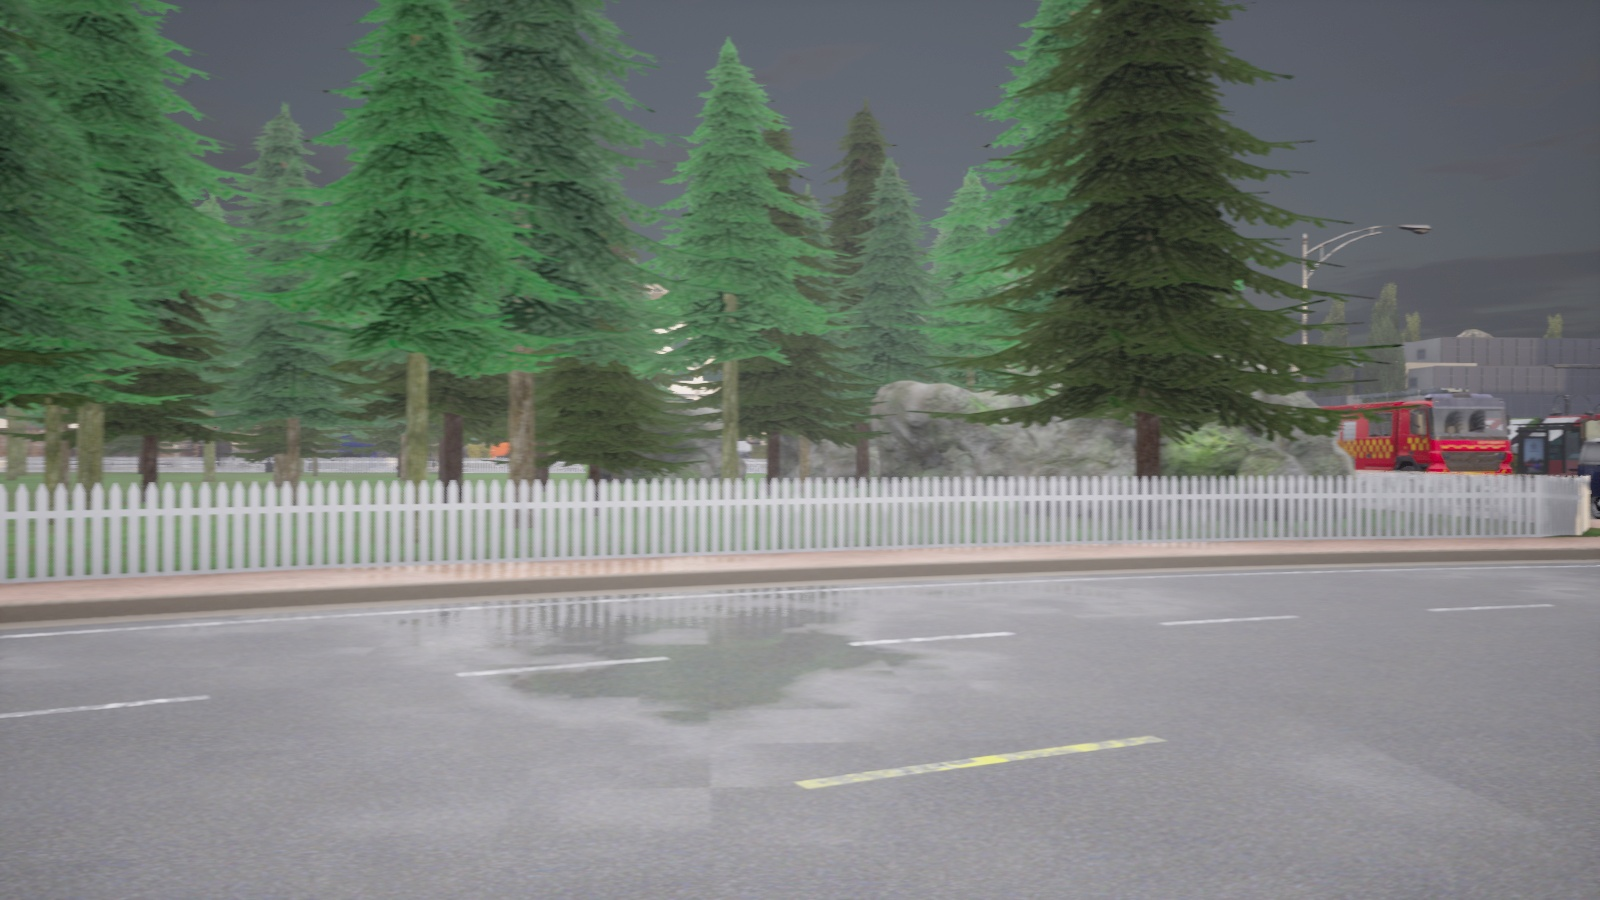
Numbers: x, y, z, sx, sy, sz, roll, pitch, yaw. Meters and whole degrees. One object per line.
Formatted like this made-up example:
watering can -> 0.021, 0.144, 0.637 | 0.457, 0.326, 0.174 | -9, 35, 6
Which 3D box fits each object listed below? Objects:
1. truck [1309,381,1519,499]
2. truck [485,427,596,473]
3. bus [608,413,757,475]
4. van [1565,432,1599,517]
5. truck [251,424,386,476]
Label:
truck -> 21.737, -0.329, 45.185 | 2.891, 3.827, 8.468 | 0, 0, -4
truck -> -19.646, -0.010, 95.511 | 7.936, 3.462, 2.891 | 0, 0, -3
bus -> -8.216, -0.431, 89.094 | 10.273, 4.253, 3.944 | 0, 0, -3
van -> 19.538, 0.566, 28.208 | 1.775, 1.987, 4.442 | 0, 0, -4
truck -> -32.270, -0.008, 84.343 | 7.936, 3.462, 2.891 | 0, 0, -3
